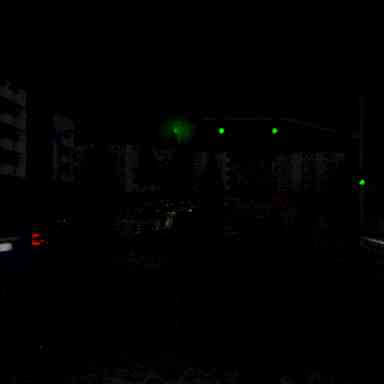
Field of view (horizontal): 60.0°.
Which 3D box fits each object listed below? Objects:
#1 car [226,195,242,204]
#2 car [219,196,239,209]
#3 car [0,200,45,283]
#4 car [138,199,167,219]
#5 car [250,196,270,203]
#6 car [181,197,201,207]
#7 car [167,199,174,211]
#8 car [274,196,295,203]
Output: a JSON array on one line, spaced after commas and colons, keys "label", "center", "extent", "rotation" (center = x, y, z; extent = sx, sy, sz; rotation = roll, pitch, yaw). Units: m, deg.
[{"label": "car", "center": [7.034, 1.350, 58.941], "extent": [2.097, 1.767, 4.553], "rotation": [0, 0, 34]}, {"label": "car", "center": [4.851, 1.562, 45.018], "extent": [1.994, 1.385, 4.181], "rotation": [0, 0, 14]}, {"label": "car", "center": [-5.937, 1.219, 8.509], "extent": [5.566, 2.045, 2.150], "rotation": [0, 0, 39]}, {"label": "car", "center": [-3.579, 1.473, 29.651], "extent": [1.882, 1.535, 5.008], "rotation": [0, 0, 0]}, {"label": "car", "center": [13.559, 1.526, 66.541], "extent": [4.674, 1.442, 1.812], "rotation": [0, 0, -40]}, {"label": "car", "center": [-0.055, 1.500, 52.824], "extent": [1.837, 1.490, 4.892], "rotation": [0, 0, 23]}, {"label": "car", "center": [-3.276, 1.521, 39.886], "extent": [1.812, 1.442, 4.674], "rotation": [0, 0, 5]}, {"label": "car", "center": [18.331, 1.481, 65.992], "extent": [5.008, 1.535, 1.882], "rotation": [0, 0, -36]}]
